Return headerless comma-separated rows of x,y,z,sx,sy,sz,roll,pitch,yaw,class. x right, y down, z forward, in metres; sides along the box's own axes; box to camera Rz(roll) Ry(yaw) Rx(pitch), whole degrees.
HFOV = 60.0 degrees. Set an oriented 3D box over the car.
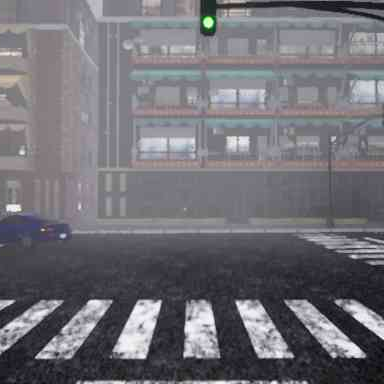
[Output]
-7.435,1.669,14.699,4.674,1.442,1.812,-1,-2,24,car
